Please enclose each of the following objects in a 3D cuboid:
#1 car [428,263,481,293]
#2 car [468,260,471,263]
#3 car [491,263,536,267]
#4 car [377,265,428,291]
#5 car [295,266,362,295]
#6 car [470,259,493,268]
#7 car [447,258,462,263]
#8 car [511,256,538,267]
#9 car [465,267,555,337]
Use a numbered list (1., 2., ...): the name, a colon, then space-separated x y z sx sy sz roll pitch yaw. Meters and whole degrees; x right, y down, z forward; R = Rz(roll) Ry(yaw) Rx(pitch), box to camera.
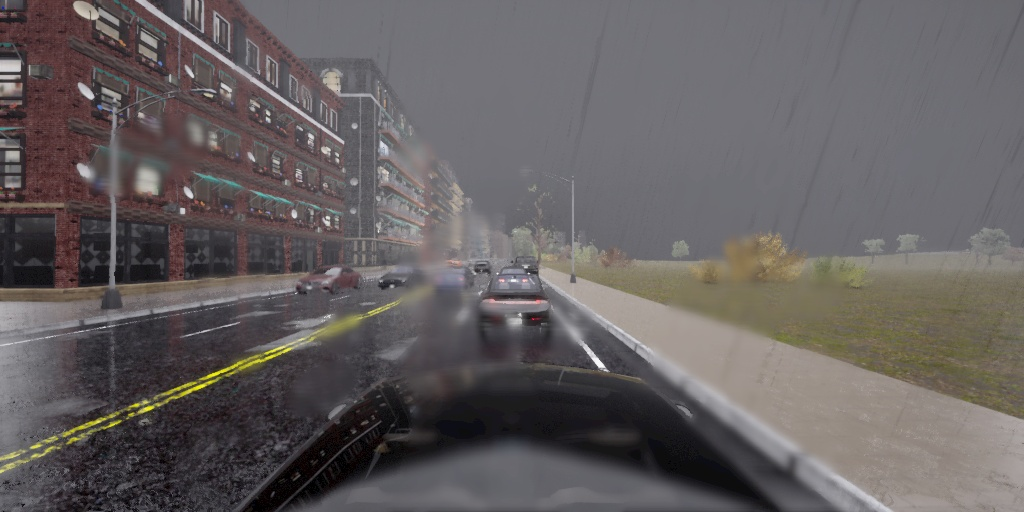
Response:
1. car: -3.181 1.300 20.843 2.033 1.411 5.357 0 0 -1
2. car: -6.664 1.243 64.161 2.128 1.511 4.902 0 0 0
3. car: 0.072 1.300 20.732 2.033 1.411 5.357 0 0 0
4. car: -6.636 1.300 22.487 2.033 1.411 5.357 0 0 0
5. car: -9.880 1.278 19.807 1.812 1.442 4.674 0 0 0
6. car: -3.215 1.260 40.099 1.837 1.490 4.892 0 0 0
7. car: -9.920 1.103 62.102 2.097 1.767 4.553 0 0 0
8. car: 1.088 0.979 30.944 2.150 2.045 5.566 0 0 0
9. car: 0.087 1.243 10.292 2.128 1.511 4.902 0 0 0
